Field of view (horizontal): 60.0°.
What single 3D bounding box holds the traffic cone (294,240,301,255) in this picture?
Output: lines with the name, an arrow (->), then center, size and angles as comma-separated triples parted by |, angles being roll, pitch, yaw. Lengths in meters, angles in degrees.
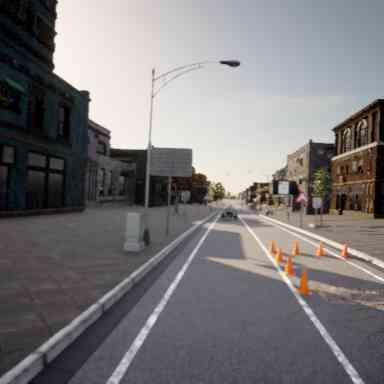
traffic cone -> 4.443, 2.354, 14.157 | 0.340, 0.580, 0.340 | 3, -1, 6

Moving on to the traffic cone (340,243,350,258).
traffic cone -> 6.429, 2.451, 13.939 | 0.340, 0.580, 0.340 | 3, -1, 6

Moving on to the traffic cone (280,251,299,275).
traffic cone -> 3.016, 2.231, 10.291 | 0.340, 0.580, 0.340 | 3, -1, 6

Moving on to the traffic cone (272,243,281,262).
traffic cone -> 3.233, 2.266, 12.279 | 0.340, 0.580, 0.340 | 3, -1, 6

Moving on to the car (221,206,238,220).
car -> 4.775, 2.702, 42.226 | 1.994, 1.385, 4.181 | 3, -2, 6

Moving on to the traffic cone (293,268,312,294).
traffic cone -> 2.798, 2.196, 8.303 | 0.340, 0.580, 0.340 | 3, -1, 6

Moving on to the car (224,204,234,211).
car -> 8.998, 3.822, 81.054 | 2.128, 1.511, 4.902 | 3, -1, 6

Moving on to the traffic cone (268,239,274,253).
traffic cone -> 3.450, 2.305, 14.267 | 0.340, 0.580, 0.340 | 3, -1, 6

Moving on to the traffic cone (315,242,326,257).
traffic cone -> 5.436, 2.402, 14.048 | 0.340, 0.580, 0.340 | 3, -1, 6
